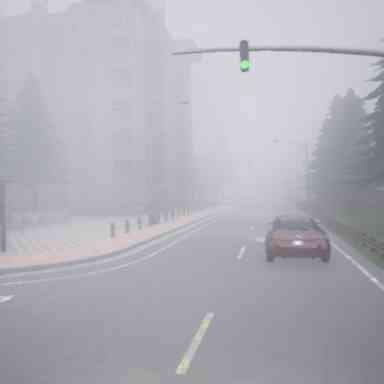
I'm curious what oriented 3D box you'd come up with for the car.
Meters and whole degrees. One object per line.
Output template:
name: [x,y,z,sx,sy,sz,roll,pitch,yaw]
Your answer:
car: [3.622,1.474,11.839,1.994,1.385,4.181,-2,0,14]
